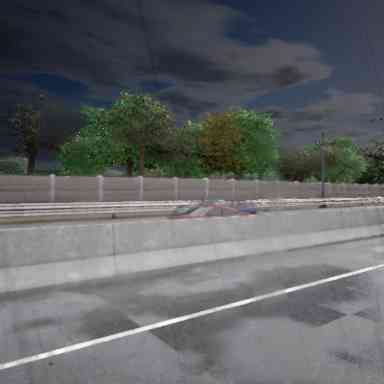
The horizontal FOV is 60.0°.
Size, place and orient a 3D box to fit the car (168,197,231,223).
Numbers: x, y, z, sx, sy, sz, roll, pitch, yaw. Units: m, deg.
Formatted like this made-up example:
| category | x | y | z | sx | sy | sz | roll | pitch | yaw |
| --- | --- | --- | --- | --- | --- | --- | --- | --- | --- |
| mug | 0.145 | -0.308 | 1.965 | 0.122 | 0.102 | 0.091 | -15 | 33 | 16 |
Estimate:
| category | x | y | z | sx | sy | sz | roll | pitch | yaw |
| --- | --- | --- | --- | --- | --- | --- | --- | --- | --- |
| car | 0.663 | 1.339 | 25.916 | 4.553 | 1.767 | 2.097 | 0 | 0 | -35 |

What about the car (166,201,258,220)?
| category | x | y | z | sx | sy | sz | roll | pitch | yaw |
| --- | --- | --- | --- | --- | --- | --- | --- | --- | --- |
| car | 0.895 | 1.468 | 17.492 | 5.008 | 1.535 | 1.882 | 0 | 0 | -36 |

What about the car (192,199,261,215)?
| category | x | y | z | sx | sy | sz | roll | pitch | yaw |
| --- | --- | --- | --- | --- | --- | --- | --- | --- | --- |
| car | 2.635 | 1.339 | 23.023 | 4.553 | 1.767 | 2.097 | 0 | 0 | -35 |
